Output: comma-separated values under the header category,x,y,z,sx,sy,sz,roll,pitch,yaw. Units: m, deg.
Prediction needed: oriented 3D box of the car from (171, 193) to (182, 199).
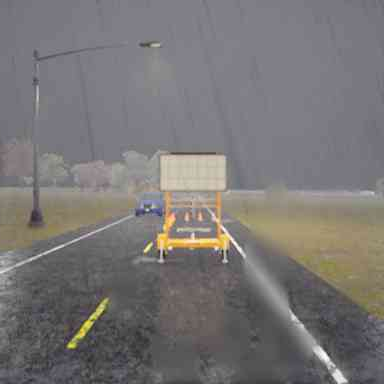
category,x,y,z,sx,sy,sz,roll,pitch,yaw
car,-3.208,1.058,69.326,1.837,1.490,4.892,0,0,0

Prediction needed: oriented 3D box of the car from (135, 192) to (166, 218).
category,x,y,z,sx,sy,sz,roll,pitch,yaw
car,-3.480,1.044,28.747,2.150,2.045,5.566,0,0,0

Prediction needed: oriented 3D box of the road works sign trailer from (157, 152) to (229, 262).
category,x,y,z,sx,sy,sz,roll,pitch,yaw
road works sign trailer,0.048,0.390,11.787,2.380,3.560,2.880,0,0,0
